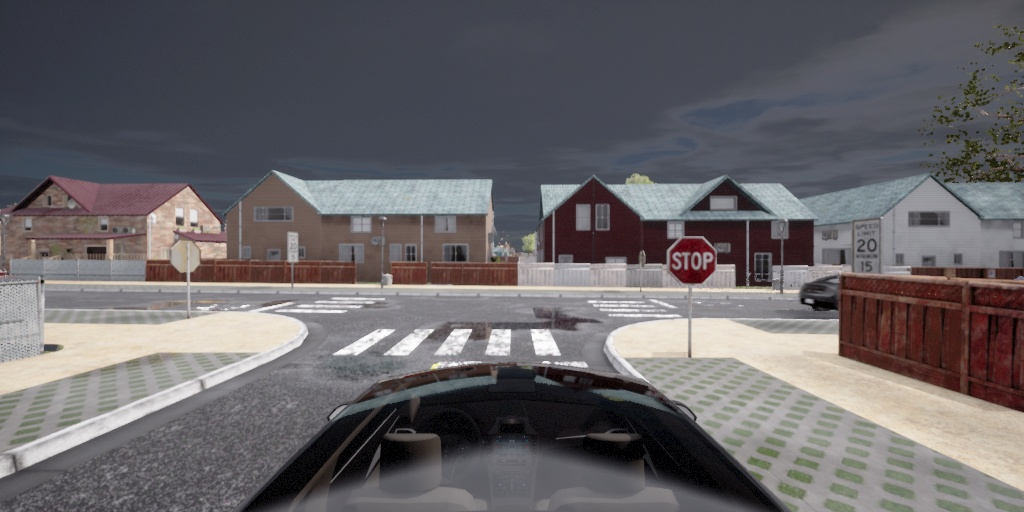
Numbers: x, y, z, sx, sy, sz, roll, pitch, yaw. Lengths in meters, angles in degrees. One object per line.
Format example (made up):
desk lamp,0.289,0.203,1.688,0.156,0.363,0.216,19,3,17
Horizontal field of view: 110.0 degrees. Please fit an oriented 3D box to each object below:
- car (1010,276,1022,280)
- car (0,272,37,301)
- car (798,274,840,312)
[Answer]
car,23.016,1.525,15.350,5.357,1.411,2.033,1,0,1
car,-20.958,1.025,13.371,5.008,1.535,1.882,1,0,1
car,13.034,1.391,12.713,4.892,1.490,1.837,1,0,2
